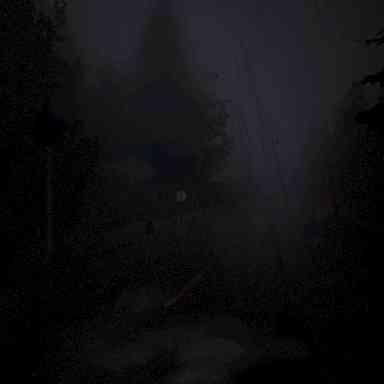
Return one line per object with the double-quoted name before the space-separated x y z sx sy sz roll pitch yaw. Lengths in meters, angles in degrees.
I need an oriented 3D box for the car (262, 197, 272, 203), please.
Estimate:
"car" 15.860 1.738 70.490 1.837 1.490 4.892 0 0 16
